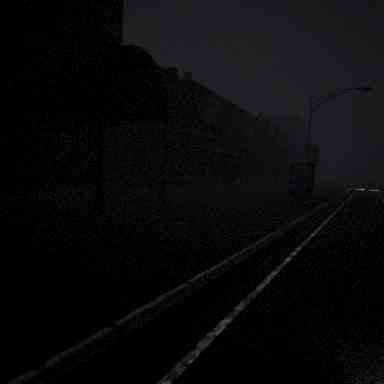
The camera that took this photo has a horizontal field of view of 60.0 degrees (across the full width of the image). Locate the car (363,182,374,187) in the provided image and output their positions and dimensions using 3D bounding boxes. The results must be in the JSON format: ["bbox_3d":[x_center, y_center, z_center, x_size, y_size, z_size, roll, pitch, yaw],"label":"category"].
[{"bbox_3d":[30.095,-1.357,56.882,1.994,1.385,4.181,4,5,28],"label":"car"}]
